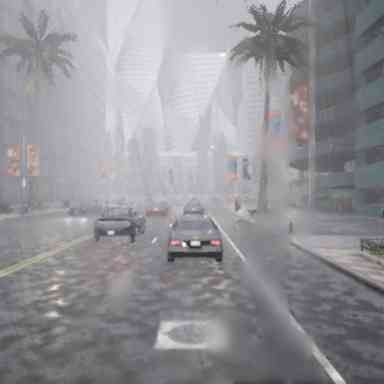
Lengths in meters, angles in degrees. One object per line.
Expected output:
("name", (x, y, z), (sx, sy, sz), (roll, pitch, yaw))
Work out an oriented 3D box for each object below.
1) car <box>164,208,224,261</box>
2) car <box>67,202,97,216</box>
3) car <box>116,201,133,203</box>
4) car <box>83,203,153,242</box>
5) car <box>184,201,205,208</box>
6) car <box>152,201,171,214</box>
("car", (0.098, 1.550, 12.249), (2.033, 1.411, 5.357), (0, 0, 0))
("car", (-10.420, 1.610, 32.438), (1.895, 1.301, 4.718), (0, 0, 2))
("car", (-6.898, 1.610, 33.559), (1.895, 1.301, 4.718), (0, 0, 3))
("car", (-3.403, 1.496, 16.390), (2.128, 1.511, 4.902), (0, 0, 0))
("car", (0.257, 1.572, 33.113), (1.994, 1.385, 4.181), (0, 0, 3))
("car", (-3.238, 1.572, 33.119), (1.994, 1.385, 4.181), (0, 0, 3))
